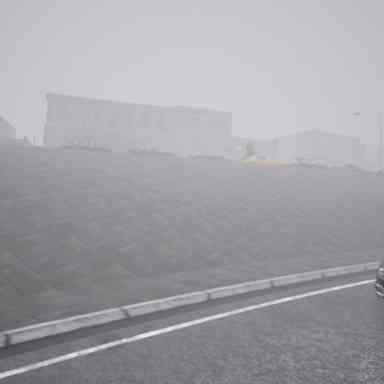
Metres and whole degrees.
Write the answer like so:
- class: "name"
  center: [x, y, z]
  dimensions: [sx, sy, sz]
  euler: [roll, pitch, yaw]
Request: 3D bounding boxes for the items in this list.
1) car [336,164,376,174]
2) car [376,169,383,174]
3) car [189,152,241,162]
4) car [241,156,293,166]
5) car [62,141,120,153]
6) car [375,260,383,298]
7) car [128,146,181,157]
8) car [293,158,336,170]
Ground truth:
- class: "car"
  center: [17.752, -2.283, 37.435]
  dimensions: [4.792, 1.488, 2.163]
  euler: [3, -3, -21]
- class: "car"
  center: [22.873, -2.002, 39.476]
  dimensions: [4.674, 1.452, 2.002]
  euler: [3, -3, -22]
- class: "car"
  center: [1.920, -3.074, 31.878]
  dimensions: [4.674, 1.452, 2.002]
  euler: [3, -3, -17]
- class: "car"
  center: [7.190, -2.854, 33.598]
  dimensions: [5.008, 1.535, 2.097]
  euler: [3, -3, -18]
- class: "car"
  center: [-8.692, -3.594, 28.777]
  dimensions: [4.892, 1.521, 2.231]
  euler: [2, -3, -16]
- class: "car"
  center: [6.142, 1.638, 7.402]
  dimensions: [4.902, 1.511, 2.128]
  euler: [1, -2, -29]
- class: "car"
  center: [-3.384, -3.366, 30.275]
  dimensions: [4.892, 1.521, 2.231]
  euler: [3, -3, -16]
- class: "car"
  center: [12.403, -2.715, 35.426]
  dimensions: [4.553, 1.767, 2.185]
  euler: [3, -3, -19]
